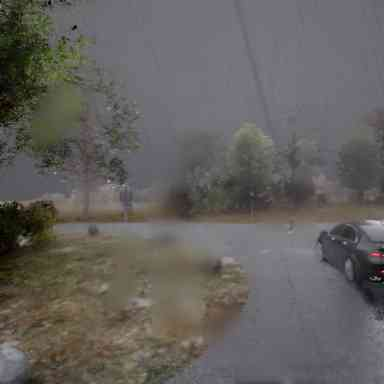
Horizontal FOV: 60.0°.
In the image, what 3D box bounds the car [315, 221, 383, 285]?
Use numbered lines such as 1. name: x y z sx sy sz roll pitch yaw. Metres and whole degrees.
1. car: 5.051 1.611 9.706 1.837 1.490 4.892 1 0 7
